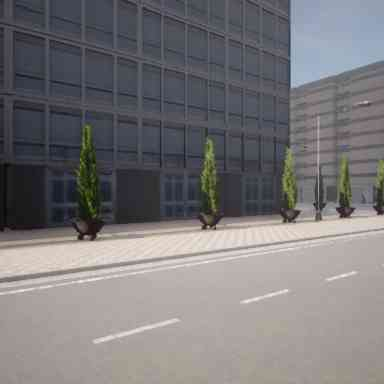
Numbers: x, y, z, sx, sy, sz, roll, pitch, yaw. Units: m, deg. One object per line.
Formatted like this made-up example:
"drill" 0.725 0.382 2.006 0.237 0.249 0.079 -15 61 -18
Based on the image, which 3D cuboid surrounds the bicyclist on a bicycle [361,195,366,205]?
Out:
"bicyclist on a bicycle" 27.653 1.244 53.689 1.656 1.620 0.582 0 0 -35
